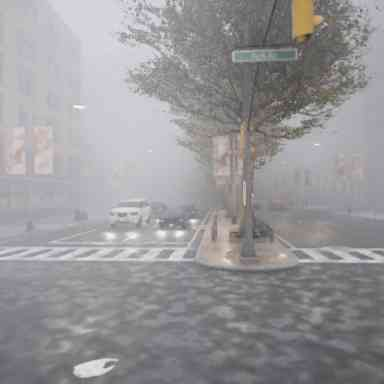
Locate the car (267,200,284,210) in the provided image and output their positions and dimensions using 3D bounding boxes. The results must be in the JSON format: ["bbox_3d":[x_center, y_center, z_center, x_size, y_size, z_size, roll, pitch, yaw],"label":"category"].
[{"bbox_3d":[12.714,1.935,50.719,1.882,1.535,5.008,-1,-1,5],"label":"car"}]

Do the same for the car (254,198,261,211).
[{"bbox_3d":[8.987,1.981,49.056,1.837,1.490,4.892,-1,0,5],"label":"car"}]

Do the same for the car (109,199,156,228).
[{"bbox_3d":[-4.595,1.561,25.625,2.150,2.045,5.566,-1,-1,5],"label":"car"}]

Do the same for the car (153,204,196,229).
[{"bbox_3d":[-1.161,1.844,24.671,2.033,1.411,5.357,-1,-1,5],"label":"car"}]

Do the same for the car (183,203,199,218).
[{"bbox_3d":[-0.309,1.906,34.671,1.837,1.490,4.892,-1,-1,5],"label":"car"}]

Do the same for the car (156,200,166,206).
[{"bbox_3d":[-3.739,1.797,35.642,2.097,1.767,4.553,-1,-1,5],"label":"car"}]
